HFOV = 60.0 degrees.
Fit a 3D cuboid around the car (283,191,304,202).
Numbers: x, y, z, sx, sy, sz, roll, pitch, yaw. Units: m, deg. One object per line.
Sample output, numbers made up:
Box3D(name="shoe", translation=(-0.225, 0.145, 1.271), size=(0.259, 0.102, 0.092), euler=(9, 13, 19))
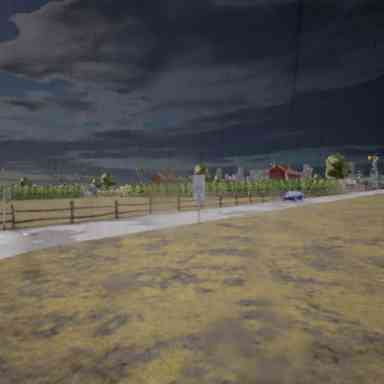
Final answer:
Box3D(name="car", translation=(15.012, 0.624, 49.233), size=(1.882, 1.535, 5.008), euler=(0, 1, 36))
